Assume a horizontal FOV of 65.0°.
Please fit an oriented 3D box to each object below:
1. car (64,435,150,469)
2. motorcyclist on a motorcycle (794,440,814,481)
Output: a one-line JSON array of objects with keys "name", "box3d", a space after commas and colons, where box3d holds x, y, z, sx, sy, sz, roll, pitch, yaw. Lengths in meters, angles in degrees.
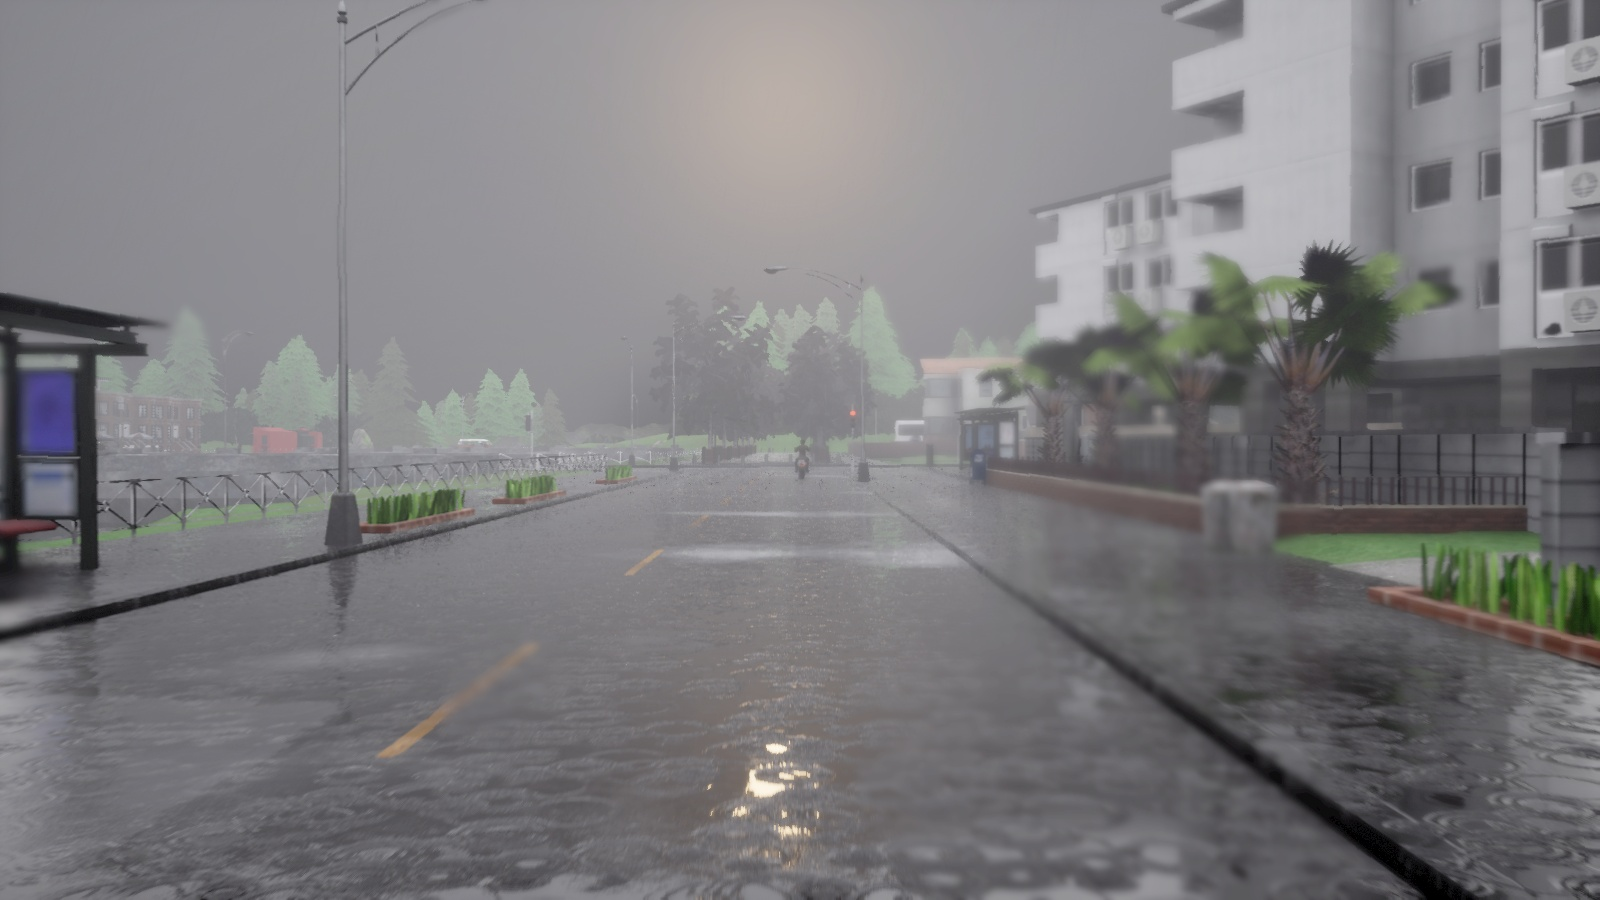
[{"name": "car", "box3d": [-39.364, 0.112, 71.406, 3.866, 1.878, 1.905, 0, 0, 0]}, {"name": "motorcyclist on a motorcycle", "box3d": [0.174, 0.407, 51.529, 0.766, 1.649, 2.350, 0, 1, 1]}]
